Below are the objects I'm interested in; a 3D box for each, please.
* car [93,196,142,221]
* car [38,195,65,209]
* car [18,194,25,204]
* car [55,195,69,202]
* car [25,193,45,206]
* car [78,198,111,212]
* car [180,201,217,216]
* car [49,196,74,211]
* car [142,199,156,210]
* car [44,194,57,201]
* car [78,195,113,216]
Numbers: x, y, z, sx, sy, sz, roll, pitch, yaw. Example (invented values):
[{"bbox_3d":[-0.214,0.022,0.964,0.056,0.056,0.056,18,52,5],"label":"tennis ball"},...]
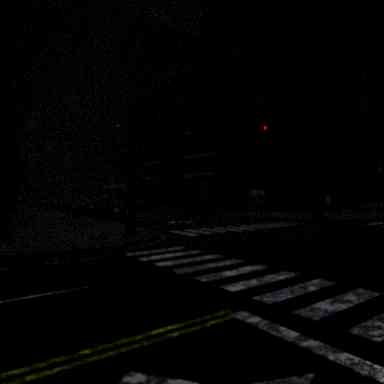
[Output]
[{"bbox_3d":[-5.992,1.357,26.518,1.967,1.590,4.097,0,0,-35],"label":"car"},{"bbox_3d":[-18.704,1.467,44.526,2.008,1.369,4.403,0,0,-35],"label":"car"},{"bbox_3d":[-31.417,1.483,62.534,2.008,1.369,4.403,0,0,-35],"label":"car"},{"bbox_3d":[-28.039,1.359,71.664,1.967,1.590,4.097,0,0,-35],"label":"car"},{"bbox_3d":[-25.061,1.363,53.529,1.967,1.590,4.097,0,0,-35],"label":"car"},{"bbox_3d":[-11.431,1.455,38.625,2.033,1.411,5.357,0,0,-35],"label":"car"},{"bbox_3d":[0.565,1.464,31.146,1.947,1.339,4.313,0,0,-35],"label":"car"},{"bbox_3d":[-15.526,1.496,40.024,1.802,1.307,4.206,0,0,-35],"label":"car"},{"bbox_3d":[-5.792,1.477,40.151,1.802,1.307,4.206,0,0,-35],"label":"car"},{"bbox_3d":[-34.396,1.369,80.669,1.967,1.590,4.097,0,0,-35],"label":"car"},{"bbox_3d":[-9.170,1.355,31.020,1.967,1.590,4.097,0,0,-35],"label":"car"}]
